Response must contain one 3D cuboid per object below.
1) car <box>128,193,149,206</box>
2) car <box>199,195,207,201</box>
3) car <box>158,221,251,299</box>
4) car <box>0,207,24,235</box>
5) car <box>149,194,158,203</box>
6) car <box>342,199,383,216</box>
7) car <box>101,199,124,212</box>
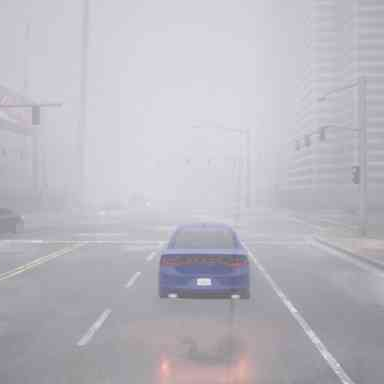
[{"bbox_3d":[-8.860,1.220,54.037,2.150,2.045,5.566,0,0,2],"label":"car"},{"bbox_3d":[2.801,1.524,86.272,1.812,1.442,4.674,0,0,2],"label":"car"},{"bbox_3d":[0.313,1.478,8.497,1.882,1.535,5.008,0,0,2],"label":"car"},{"bbox_3d":[-10.113,1.504,16.233,1.837,1.490,4.892,0,0,2],"label":"car"},{"bbox_3d":[-8.264,1.552,69.282,1.994,1.385,4.181,0,0,2],"label":"car"},{"bbox_3d":[17.242,1.505,32.398,4.892,1.490,1.837,0,0,2],"label":"car"},{"bbox_3d":[-9.345,1.526,39.503,1.812,1.442,4.674,0,0,2],"label":"car"}]
